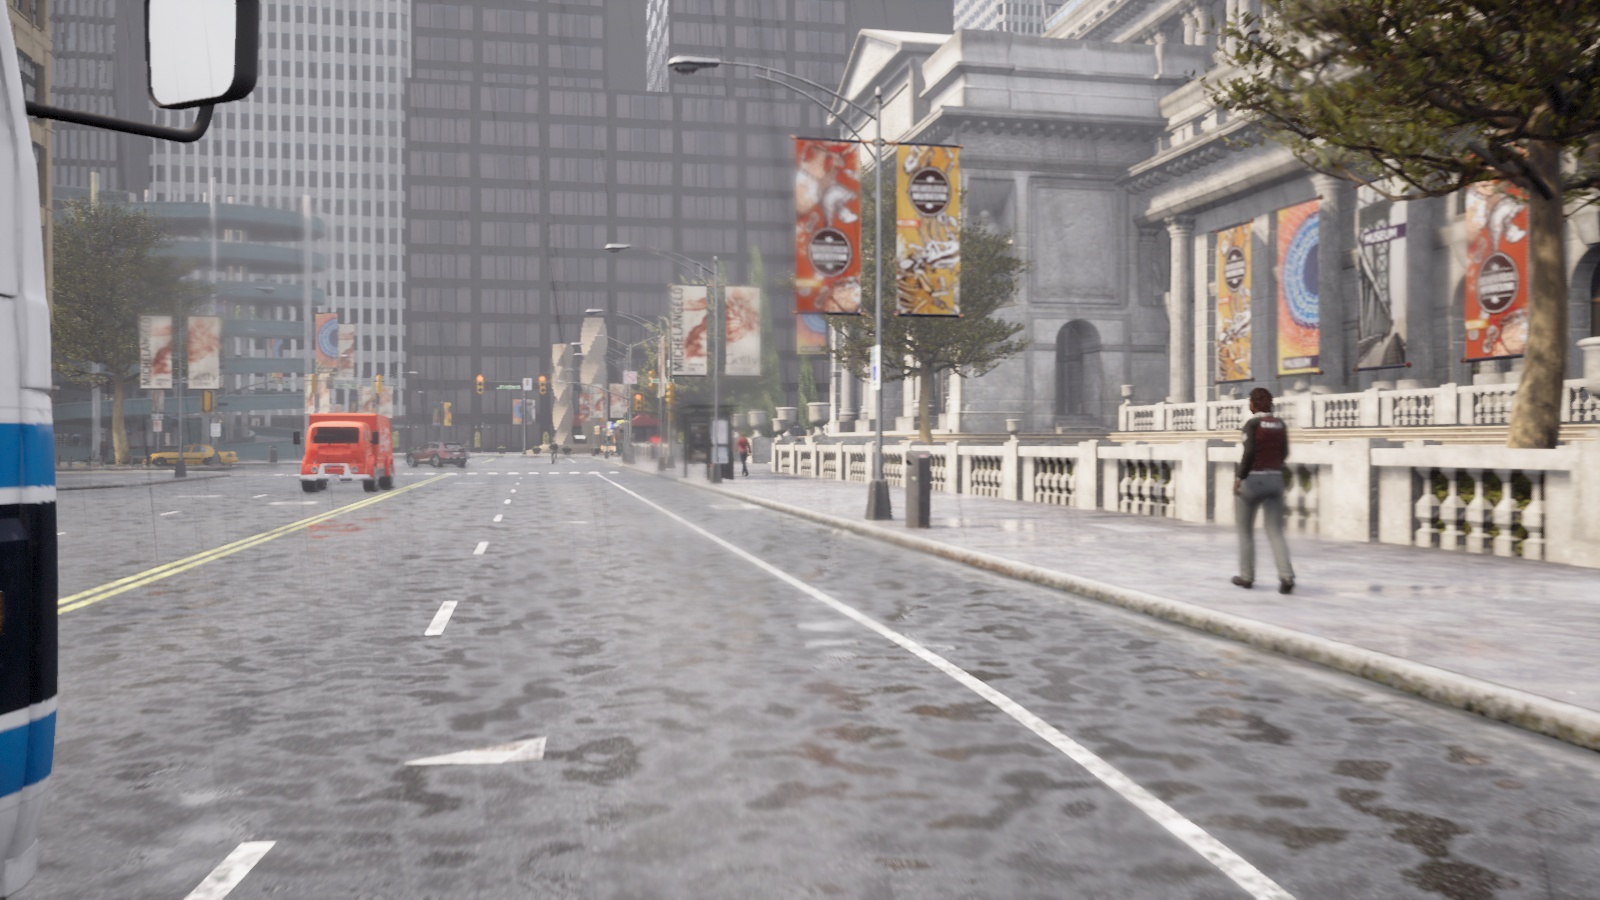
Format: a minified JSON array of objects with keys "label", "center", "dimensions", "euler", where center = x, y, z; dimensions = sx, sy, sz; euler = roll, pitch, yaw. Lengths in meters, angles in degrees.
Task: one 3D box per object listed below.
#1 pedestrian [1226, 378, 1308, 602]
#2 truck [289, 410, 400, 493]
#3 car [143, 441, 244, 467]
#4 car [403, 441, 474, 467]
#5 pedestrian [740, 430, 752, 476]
[{"label":"pedestrian","center":[4.147,0.340,11.173],"dimensions":[0.402,1.930,0.666],"euler":[0,0,-9]},{"label":"truck","center":[-14.477,0.038,40.247],"dimensions":[2.627,2.467,5.204],"euler":[0,0,-12]},{"label":"car","center":[-37.926,0.250,78.631],"dimensions":[5.366,1.575,1.801],"euler":[0,0,-10]},{"label":"car","center":[-22.935,0.235,79.532],"dimensions":[4.856,1.649,2.033],"euler":[0,0,42]},{"label":"pedestrian","center":[-2.174,0.121,50.587],"dimensions":[0.331,1.846,0.636],"euler":[0,0,-18]}]
